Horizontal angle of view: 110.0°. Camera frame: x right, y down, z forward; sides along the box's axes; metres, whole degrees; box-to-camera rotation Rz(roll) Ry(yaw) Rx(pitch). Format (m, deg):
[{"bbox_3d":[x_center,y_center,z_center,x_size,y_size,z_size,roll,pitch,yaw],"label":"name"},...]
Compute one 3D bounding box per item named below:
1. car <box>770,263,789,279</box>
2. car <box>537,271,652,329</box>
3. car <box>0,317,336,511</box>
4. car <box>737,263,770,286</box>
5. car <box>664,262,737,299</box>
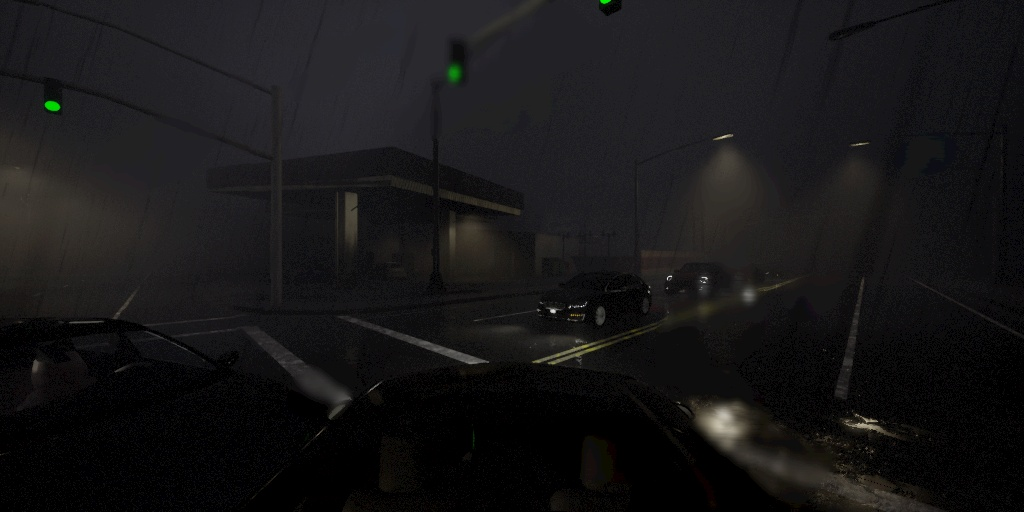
[{"bbox_3d":[23.586,1.314,32.446,4.181,1.385,1.994,0,0,-45],"label":"car"},{"bbox_3d":[2.812,1.255,11.510,1.837,1.490,4.892,0,0,44],"label":"car"},{"bbox_3d":[-3.435,1.242,2.455,4.902,1.511,2.128,0,0,15],"label":"car"},{"bbox_3d":[16.495,1.314,25.349,1.994,1.385,4.181,0,0,44],"label":"car"},{"bbox_3d":[9.610,1.102,18.397,2.097,1.767,4.553,0,0,45],"label":"car"}]
